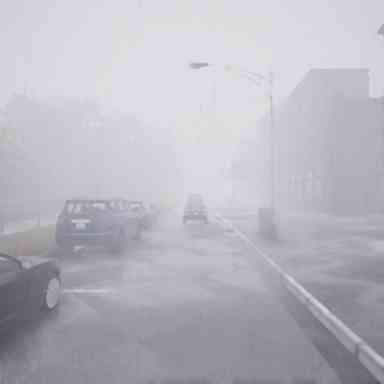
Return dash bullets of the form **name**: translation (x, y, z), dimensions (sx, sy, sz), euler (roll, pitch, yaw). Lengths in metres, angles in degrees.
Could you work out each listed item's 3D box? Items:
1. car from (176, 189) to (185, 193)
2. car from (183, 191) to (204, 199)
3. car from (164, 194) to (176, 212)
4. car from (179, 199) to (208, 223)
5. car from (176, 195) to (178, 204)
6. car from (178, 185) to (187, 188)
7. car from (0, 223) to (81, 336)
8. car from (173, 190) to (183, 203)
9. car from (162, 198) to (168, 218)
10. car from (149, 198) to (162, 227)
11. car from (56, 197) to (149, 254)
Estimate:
- **car**: translation (-3.209, 0.752, 68.614), dimensions (1.946, 1.575, 5.366), euler (1, 3, 3)
- **car**: translation (0.363, 1.156, 42.878), dimensions (2.150, 2.045, 5.566), euler (0, 0, 0)
- **car**: translation (-3.411, 1.428, 38.204), dimensions (1.946, 1.575, 5.366), euler (0, 1, 3)
- **car**: translation (0.254, 1.526, 25.222), dimensions (2.033, 1.411, 5.357), euler (0, 0, 0)
- **car**: translation (-3.380, 1.443, 44.340), dimensions (2.002, 1.452, 4.674), euler (0, 0, 3)
- **car**: translation (-3.129, -0.287, 85.458), dimensions (2.185, 1.767, 4.553), euler (0, 4, 3)
- **car**: translation (-3.624, 1.498, 4.746), dimensions (2.097, 1.535, 5.008), euler (0, 0, 3)
- **car**: translation (-3.274, 1.036, 57.596), dimensions (2.185, 1.767, 4.553), euler (2, 2, 3)
- **car**: translation (-3.498, 1.517, 26.957), dimensions (2.163, 1.488, 4.792), euler (-1, 1, 3)
- **car**: translation (-3.523, 1.345, 21.352), dimensions (2.185, 1.767, 4.553), euler (0, 1, 3)
- **car**: translation (-3.568, 1.222, 13.698), dimensions (2.435, 2.045, 5.566), euler (0, 0, 3)
